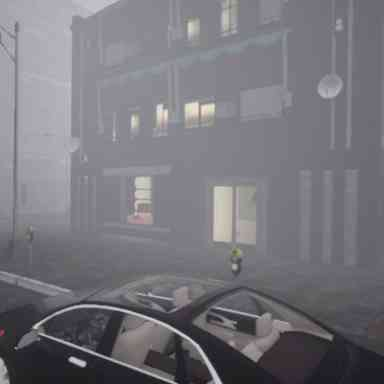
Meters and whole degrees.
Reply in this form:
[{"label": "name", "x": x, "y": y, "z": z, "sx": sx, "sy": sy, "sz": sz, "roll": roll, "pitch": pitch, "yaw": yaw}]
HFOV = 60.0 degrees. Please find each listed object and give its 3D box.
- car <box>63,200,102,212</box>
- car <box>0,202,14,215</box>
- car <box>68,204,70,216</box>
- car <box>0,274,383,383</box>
[{"label": "car", "x": -14.131, "y": 1.768, "z": 43.224, "sx": 1.887, "sy": 1.381, "sz": 4.507, "roll": 0, "pitch": 0, "yaw": 36}, {"label": "car", "x": -20.672, "y": 1.682, "z": 34.297, "sx": 2.008, "sy": 1.369, "sz": 4.403, "roll": 0, "pitch": 0, "yaw": 36}, {"label": "car", "x": -10.647, "y": 1.868, "z": 33.801, "sx": 1.947, "sy": 1.339, "sz": 4.313, "roll": 0, "pitch": 0, "yaw": 36}, {"label": "car", "x": -0.452, "y": 1.554, "z": 3.338, "sx": 4.403, "sy": 1.369, "sz": 2.008, "roll": 0, "pitch": 1, "yaw": 35}]
